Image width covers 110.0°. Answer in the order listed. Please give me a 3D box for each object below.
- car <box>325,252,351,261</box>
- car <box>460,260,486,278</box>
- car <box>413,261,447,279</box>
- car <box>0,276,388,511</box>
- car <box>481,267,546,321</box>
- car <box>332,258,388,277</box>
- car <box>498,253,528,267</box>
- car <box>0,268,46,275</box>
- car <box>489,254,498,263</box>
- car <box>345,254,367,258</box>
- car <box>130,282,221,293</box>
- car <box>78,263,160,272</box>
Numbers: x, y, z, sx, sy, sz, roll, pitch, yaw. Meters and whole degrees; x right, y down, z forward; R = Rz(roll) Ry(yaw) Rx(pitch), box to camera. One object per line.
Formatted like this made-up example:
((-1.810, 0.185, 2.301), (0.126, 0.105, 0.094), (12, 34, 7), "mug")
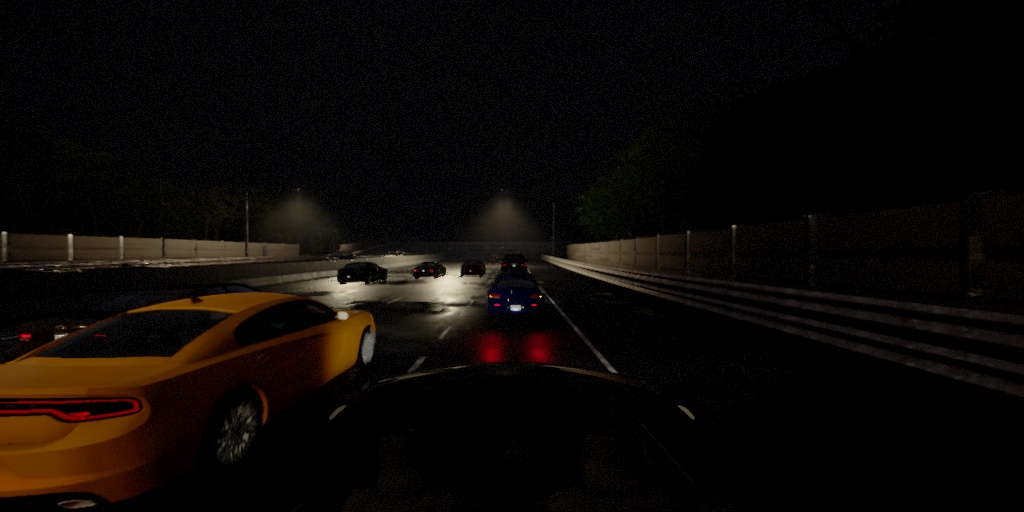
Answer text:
((-27.716, 0.321, 57.780), (2.150, 2.045, 5.566), (0, 1, 1), "car")
((-3.411, 1.052, 32.065), (1.882, 1.535, 5.008), (0, 1, 0), "car")
((-6.822, 1.150, 30.130), (2.033, 1.411, 5.357), (0, 1, 0), "car")
((-3.499, 1.230, 4.786), (1.882, 1.535, 5.008), (0, 0, 0), "car")
((0.112, 1.275, 12.312), (1.812, 1.442, 4.674), (0, 0, 0), "car")
((-10.346, 1.142, 25.204), (1.882, 1.535, 5.008), (0, 1, 0), "car")
((0.196, 0.812, 30.946), (2.150, 2.045, 5.566), (0, 1, 1), "car")
((-21.085, 1.249, 14.030), (1.837, 1.490, 4.892), (0, 0, 0), "car")
((-3.101, 0.424, 65.161), (2.128, 1.511, 4.902), (0, 1, 1), "car")
((-24.220, 0.691, 57.384), (1.895, 1.301, 4.718), (0, 1, 1), "car")
((-6.895, 1.300, 8.014), (2.033, 1.411, 5.357), (0, 0, 0), "car")
((-31.522, 1.219, 28.912), (1.895, 1.301, 4.718), (0, 1, 0), "car")
